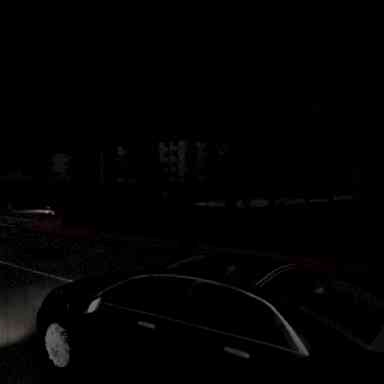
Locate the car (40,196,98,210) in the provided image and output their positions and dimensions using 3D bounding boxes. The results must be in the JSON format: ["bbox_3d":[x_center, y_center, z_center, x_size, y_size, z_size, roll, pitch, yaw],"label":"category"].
[{"bbox_3d":[-12.443,1.119,34.683,2.033,1.411,5.357,1,1,38],"label":"car"}]

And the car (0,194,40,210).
[{"bbox_3d":[-17.377,1.005,34.023,2.128,1.511,4.902,1,1,38],"label":"car"}]

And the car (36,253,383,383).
[{"bbox_3d":[0.093,1.506,3.921,4.892,1.490,1.837,1,0,36],"label":"car"}]
